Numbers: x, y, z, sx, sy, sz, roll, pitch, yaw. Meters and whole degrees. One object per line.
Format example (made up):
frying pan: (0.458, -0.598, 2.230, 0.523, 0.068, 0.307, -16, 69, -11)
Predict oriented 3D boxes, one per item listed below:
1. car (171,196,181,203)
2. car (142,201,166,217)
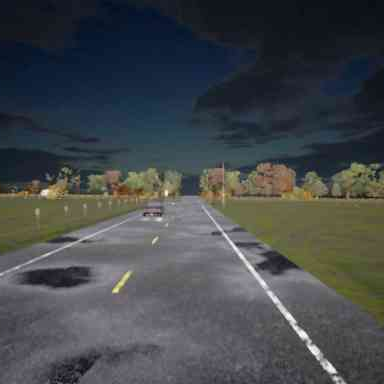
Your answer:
car: (-3.491, 1.647, 73.466, 1.994, 1.385, 4.181, 0, 0, 0)
car: (-3.594, 1.612, 32.338, 2.033, 1.411, 5.357, 0, 0, 0)
